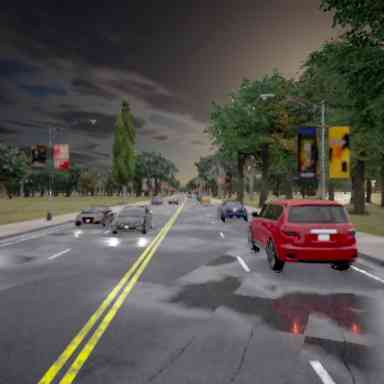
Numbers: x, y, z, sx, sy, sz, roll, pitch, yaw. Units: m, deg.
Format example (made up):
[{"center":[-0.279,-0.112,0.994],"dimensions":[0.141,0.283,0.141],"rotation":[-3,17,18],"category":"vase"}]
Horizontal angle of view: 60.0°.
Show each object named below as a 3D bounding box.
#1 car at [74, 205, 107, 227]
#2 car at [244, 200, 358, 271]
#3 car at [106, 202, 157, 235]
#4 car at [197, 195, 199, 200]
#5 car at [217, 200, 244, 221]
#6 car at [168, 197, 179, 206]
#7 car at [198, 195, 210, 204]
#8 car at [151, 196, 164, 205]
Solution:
[{"center":[-6.620,1.637,23.158],"dimensions":[1.994,1.385,4.181],"rotation":[0,0,0],"category":"car"},{"center":[3.346,1.256,11.128],"dimensions":[2.150,2.045,5.566],"rotation":[0,0,0],"category":"car"},{"center":[-3.365,1.566,19.506],"dimensions":[1.837,1.490,4.892],"rotation":[0,0,0],"category":"car"},{"center":[2.908,1.752,84.799],"dimensions":[2.033,1.649,4.856],"rotation":[0,0,0],"category":"car"},{"center":[3.317,1.439,27.932],"dimensions":[2.097,1.767,4.553],"rotation":[0,0,0],"category":"car"},{"center":[-3.458,1.698,62.163],"dimensions":[1.882,1.535,5.008],"rotation":[0,0,0],"category":"car"},{"center":[2.993,1.749,73.795],"dimensions":[1.882,1.535,5.008],"rotation":[0,0,0],"category":"car"},{"center":[-6.711,1.593,64.383],"dimensions":[2.097,1.767,4.553],"rotation":[0,0,0],"category":"car"}]
